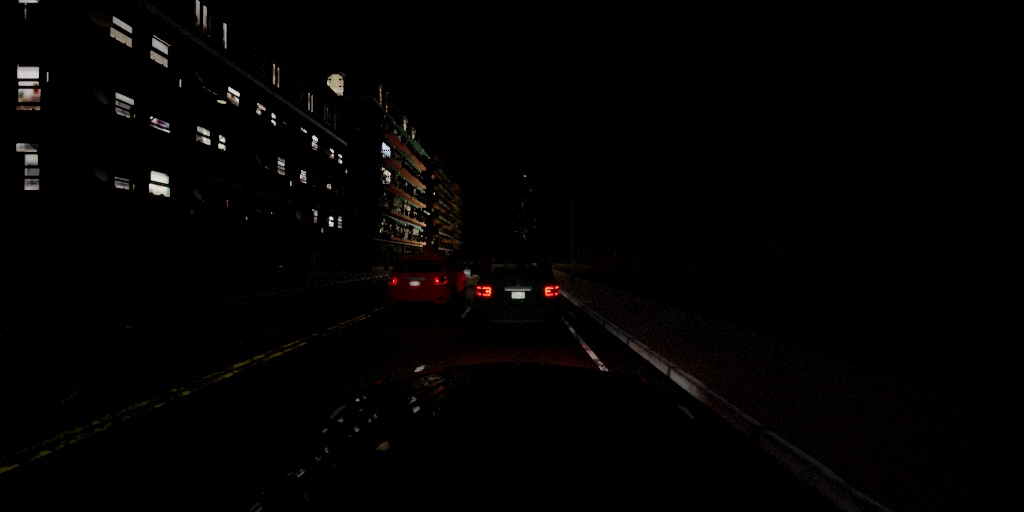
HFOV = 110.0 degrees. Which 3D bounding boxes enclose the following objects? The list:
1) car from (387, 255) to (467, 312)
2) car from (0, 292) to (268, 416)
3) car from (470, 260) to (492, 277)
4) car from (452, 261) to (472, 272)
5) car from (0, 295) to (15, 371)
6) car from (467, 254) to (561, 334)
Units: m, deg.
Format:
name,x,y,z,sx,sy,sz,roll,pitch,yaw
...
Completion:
name,x,y,z,sx,sy,sz,roll,pitch,yaw
car,-3.152,0.975,14.313,2.150,2.045,5.566,0,0,0
car,-6.602,1.351,6.094,1.895,1.301,4.718,0,0,0
car,-3.150,1.231,37.111,1.882,1.535,5.008,0,0,0
car,-6.599,1.354,47.655,1.895,1.301,4.718,0,0,0
car,-9.853,1.351,4.064,1.895,1.301,4.718,0,0,0
car,0.101,0.973,10.732,2.150,2.045,5.566,0,0,-1
